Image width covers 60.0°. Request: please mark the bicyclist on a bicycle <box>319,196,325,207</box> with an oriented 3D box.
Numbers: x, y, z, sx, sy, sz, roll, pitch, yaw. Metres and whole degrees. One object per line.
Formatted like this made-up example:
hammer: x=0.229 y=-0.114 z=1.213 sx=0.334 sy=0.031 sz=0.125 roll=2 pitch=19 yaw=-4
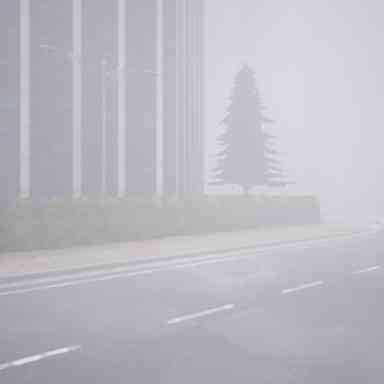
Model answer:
bicyclist on a bicycle: x=18.769 y=1.395 z=48.025 sx=1.656 sy=1.620 sz=0.582 roll=0 pitch=0 yaw=-35
